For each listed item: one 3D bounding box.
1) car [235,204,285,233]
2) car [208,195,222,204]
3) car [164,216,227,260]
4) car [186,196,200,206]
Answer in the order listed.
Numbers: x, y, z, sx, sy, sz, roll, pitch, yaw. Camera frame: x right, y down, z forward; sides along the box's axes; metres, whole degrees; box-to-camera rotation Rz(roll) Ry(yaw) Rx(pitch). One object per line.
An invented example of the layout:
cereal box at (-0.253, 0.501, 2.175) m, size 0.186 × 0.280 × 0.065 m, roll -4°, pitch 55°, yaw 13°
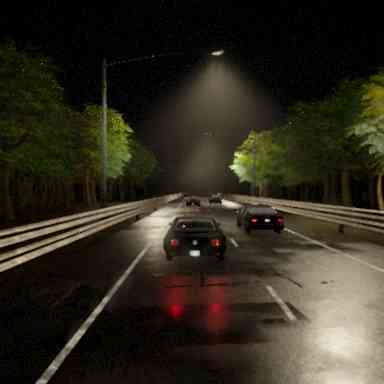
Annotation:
car at (3.619, 1.394, 18.459) m, size 2.033 × 1.411 × 5.357 m, roll 0°, pitch 0°, yaw 0°
car at (3.659, 1.147, 53.696) m, size 1.994 × 1.385 × 4.181 m, roll 0°, pitch 0°, yaw 0°
car at (0.101, 1.499, 12.016) m, size 1.895 × 1.301 × 4.718 m, roll 0°, pitch 0°, yaw 0°
car at (0.151, 1.237, 46.072) m, size 1.895 × 1.301 × 4.718 m, roll 0°, pitch 0°, yaw 0°
